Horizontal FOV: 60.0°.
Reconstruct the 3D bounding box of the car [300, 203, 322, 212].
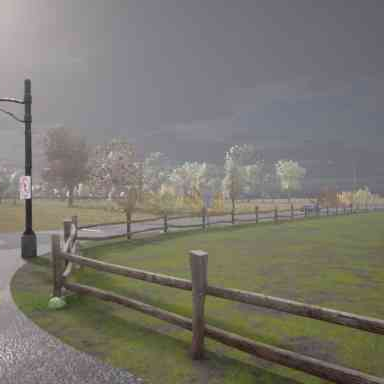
[{"bbox_3d":[18.970,2.449,52.928,2.033,1.411,5.357,-1,-2,40],"label":"car"}]
